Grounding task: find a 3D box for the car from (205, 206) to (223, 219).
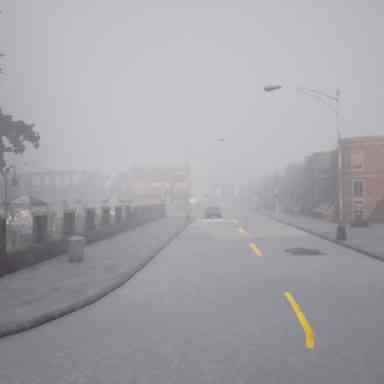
[{"bbox_3d":[2.490,2.252,37.859,2.033,1.411,5.357,-1,-1,5],"label":"car"}]
